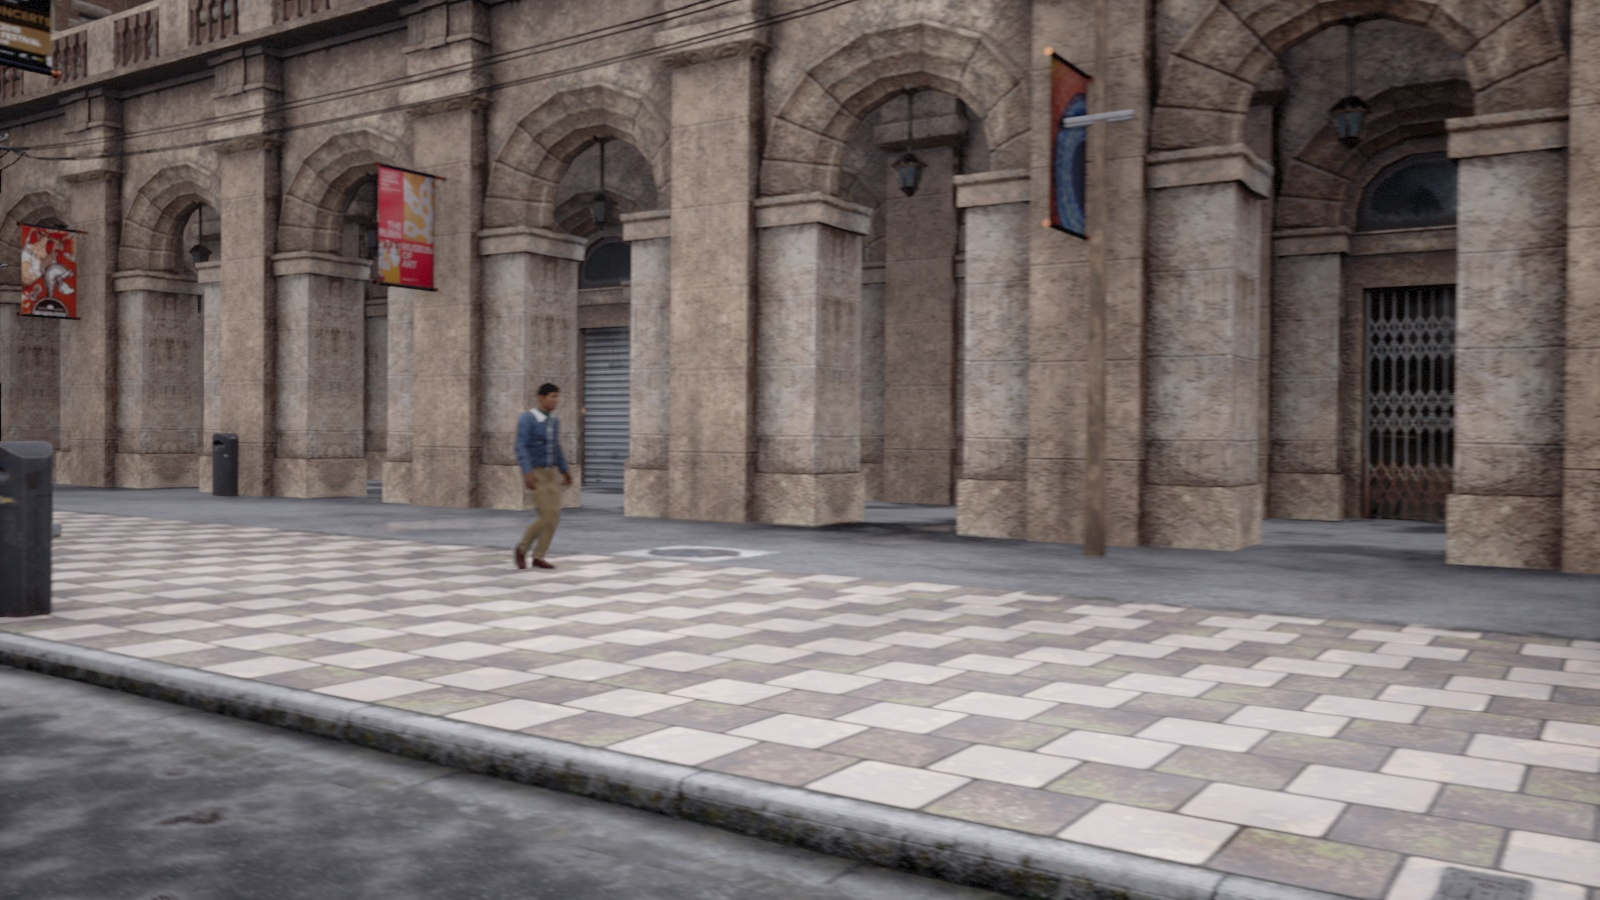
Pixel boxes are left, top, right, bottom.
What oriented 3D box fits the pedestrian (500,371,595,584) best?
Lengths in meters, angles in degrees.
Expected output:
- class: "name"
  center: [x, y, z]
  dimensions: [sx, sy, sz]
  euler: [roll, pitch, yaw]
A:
- class: "pedestrian"
  center: [-2.388, 0.248, 11.853]
  dimensions: [0.788, 1.949, 0.423]
  euler: [0, 1, 34]
